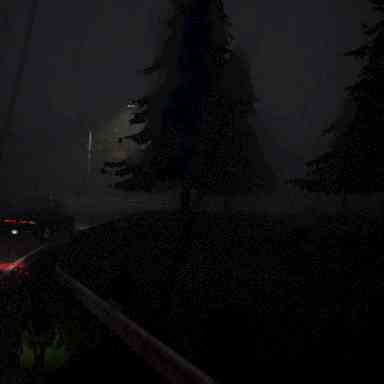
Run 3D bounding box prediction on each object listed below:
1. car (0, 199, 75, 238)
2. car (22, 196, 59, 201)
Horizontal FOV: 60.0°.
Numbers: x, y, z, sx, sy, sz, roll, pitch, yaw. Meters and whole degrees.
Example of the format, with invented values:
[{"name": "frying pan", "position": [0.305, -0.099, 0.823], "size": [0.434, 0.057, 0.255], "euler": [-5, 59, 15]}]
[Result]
[{"name": "car", "position": [-7.395, 1.408, 16.484], "size": [1.837, 1.490, 4.892], "euler": [4, 1, 2]}, {"name": "car", "position": [-10.264, 1.062, 22.154], "size": [1.837, 1.490, 4.892], "euler": [4, 2, 6]}]
